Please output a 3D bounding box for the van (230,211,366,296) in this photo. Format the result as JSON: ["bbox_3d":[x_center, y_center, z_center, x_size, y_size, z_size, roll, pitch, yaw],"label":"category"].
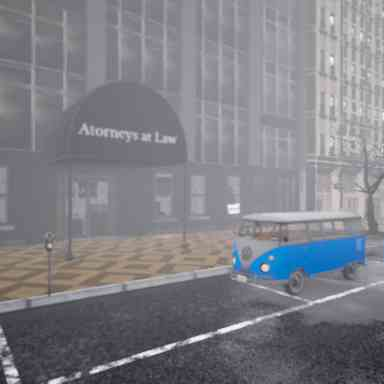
[{"bbox_3d":[2.818,1.409,8.574,3.998,1.788,1.690,1,-1,-35],"label":"van"}]
